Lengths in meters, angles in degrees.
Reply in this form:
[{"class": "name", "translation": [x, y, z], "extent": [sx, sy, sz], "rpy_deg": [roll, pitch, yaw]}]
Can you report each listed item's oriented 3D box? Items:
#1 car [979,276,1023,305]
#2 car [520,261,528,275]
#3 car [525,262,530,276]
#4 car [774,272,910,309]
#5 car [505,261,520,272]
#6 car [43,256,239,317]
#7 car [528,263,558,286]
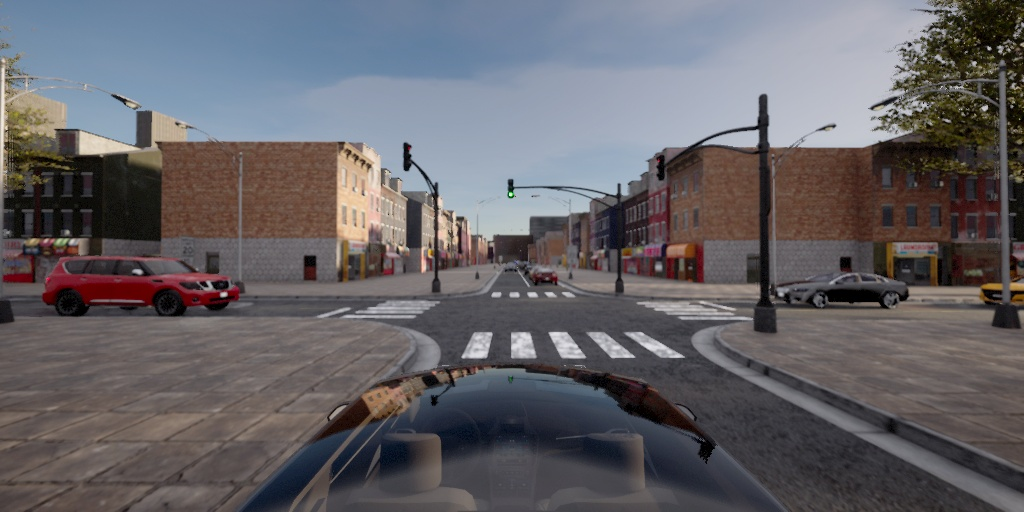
[{"class": "car", "translation": [23.766, 1.498, 15.746], "extent": [5.008, 1.535, 1.882], "rpy_deg": [0, -1, 0]}, {"class": "car", "translation": [2.429, 1.718, 45.022], "extent": [1.948, 1.339, 4.313], "rpy_deg": [0, 0, 0]}, {"class": "car", "translation": [2.484, 1.561, 33.834], "extent": [1.751, 1.417, 4.829], "rpy_deg": [0, 0, 0]}, {"class": "car", "translation": [14.315, 1.445, 15.748], "extent": [4.902, 1.511, 2.128], "rpy_deg": [0, -1, 2]}, {"class": "car", "translation": [-0.168, 1.837, 57.139], "extent": [2.033, 1.411, 5.357], "rpy_deg": [0, -1, 0]}, {"class": "car", "translation": [-13.068, 1.022, 12.838], "extent": [5.566, 2.045, 2.150], "rpy_deg": [0, -1, 0]}, {"class": "car", "translation": [2.512, 1.526, 27.985], "extent": [1.888, 1.381, 4.507], "rpy_deg": [0, 0, 0]}]
